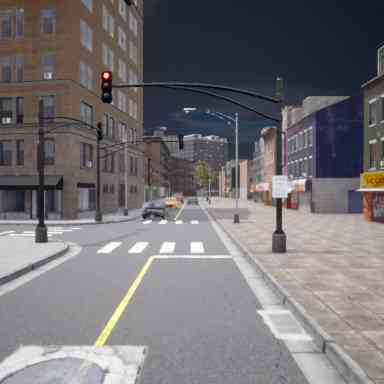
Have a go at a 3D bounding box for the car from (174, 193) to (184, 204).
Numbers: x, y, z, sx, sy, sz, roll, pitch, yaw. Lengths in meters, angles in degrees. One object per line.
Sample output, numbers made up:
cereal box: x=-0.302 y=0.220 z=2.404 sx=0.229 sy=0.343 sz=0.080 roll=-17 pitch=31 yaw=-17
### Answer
car: x=-2.749 y=1.250 z=65.447 sx=2.150 sy=2.045 sz=5.566 roll=0 pitch=0 yaw=0

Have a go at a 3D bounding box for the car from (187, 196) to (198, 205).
car: x=0.118 y=1.510 z=59.158 sx=2.128 sy=1.511 sz=4.902 roll=0 pitch=0 yaw=0

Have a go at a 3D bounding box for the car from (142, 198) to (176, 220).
car: x=-2.948 y=1.552 z=28.715 sx=2.033 sy=1.411 sz=5.357 roll=0 pitch=0 yaw=3

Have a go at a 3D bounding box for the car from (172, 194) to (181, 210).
car: x=-2.835 y=1.488 z=43.839 sx=1.882 sy=1.535 sz=5.008 roll=0 pitch=1 yaw=0
